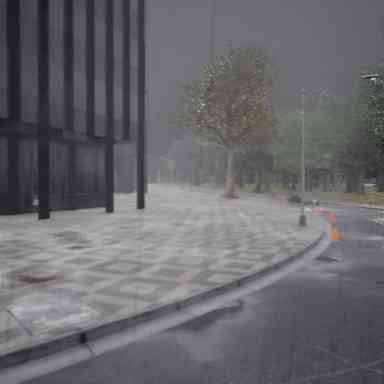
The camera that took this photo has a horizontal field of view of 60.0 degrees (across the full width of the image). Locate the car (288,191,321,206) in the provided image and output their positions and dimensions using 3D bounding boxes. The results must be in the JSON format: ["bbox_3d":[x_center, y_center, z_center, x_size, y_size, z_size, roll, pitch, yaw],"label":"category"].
[{"bbox_3d":[12.075,0.700,36.038,2.128,1.511,4.902,0,2,-8],"label":"car"}]

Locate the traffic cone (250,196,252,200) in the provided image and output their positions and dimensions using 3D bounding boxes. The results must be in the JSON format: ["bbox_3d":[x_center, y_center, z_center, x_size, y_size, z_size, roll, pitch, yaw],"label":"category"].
[{"bbox_3d":[8.048,0.864,45.141,0.340,0.580,0.340,0,2,-13],"label":"traffic cone"}]

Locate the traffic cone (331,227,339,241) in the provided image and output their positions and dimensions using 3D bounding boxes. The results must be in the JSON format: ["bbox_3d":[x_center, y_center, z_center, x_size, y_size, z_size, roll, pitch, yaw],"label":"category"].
[{"bbox_3d":[6.199,1.792,14.384,0.340,0.580,0.340,-1,2,-45],"label":"traffic cone"}]
